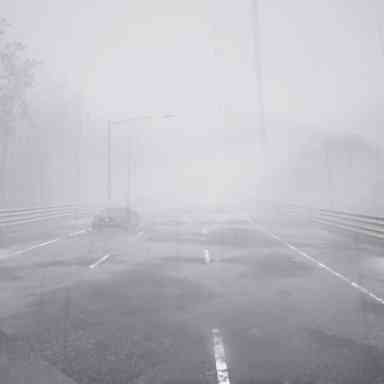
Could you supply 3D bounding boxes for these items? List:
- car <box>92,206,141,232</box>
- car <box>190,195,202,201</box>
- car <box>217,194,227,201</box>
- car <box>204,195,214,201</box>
[{"bbox_3d":[-4.452,1.553,20.289,2.033,1.411,5.357,0,0,2],"label":"car"},{"bbox_3d":[0.601,1.615,85.736,2.033,1.411,5.357,0,0,7],"label":"car"},{"bbox_3d":[7.696,1.432,86.132,2.097,1.767,4.553,0,0,7],"label":"car"},{"bbox_3d":[4.132,1.670,85.789,1.895,1.301,4.718,0,0,7],"label":"car"}]
